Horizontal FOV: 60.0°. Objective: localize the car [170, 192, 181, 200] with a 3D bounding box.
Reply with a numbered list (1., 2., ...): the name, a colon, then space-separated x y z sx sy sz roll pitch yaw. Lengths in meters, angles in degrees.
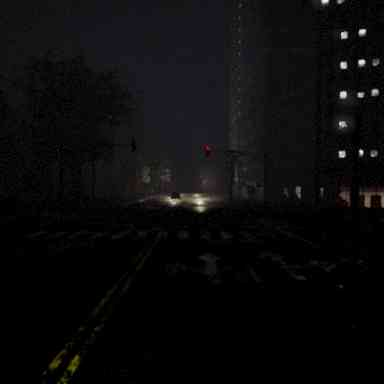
1. car: -3.263 0.793 66.884 1.882 1.535 5.008 0 1 0
